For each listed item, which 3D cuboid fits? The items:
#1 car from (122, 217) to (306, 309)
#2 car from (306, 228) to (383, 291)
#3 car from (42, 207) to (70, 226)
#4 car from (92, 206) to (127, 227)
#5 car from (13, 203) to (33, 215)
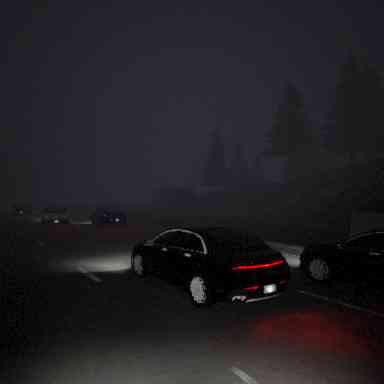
[{"bbox_3d":[0.126,1.565,8.200,1.837,1.490,4.892,1,-1,-33],"label":"car"},{"bbox_3d":[4.642,1.534,7.397,1.837,1.490,4.892,1,-1,-29],"label":"car"},{"bbox_3d":[-10.823,1.854,26.307,1.895,1.301,4.718,0,0,-24],"label":"car"},{"bbox_3d":[-6.171,1.741,24.678,1.812,1.442,4.674,0,0,-28],"label":"car"},{"bbox_3d":[-20.107,2.003,39.751,1.895,1.301,4.718,0,0,-22],"label":"car"}]
